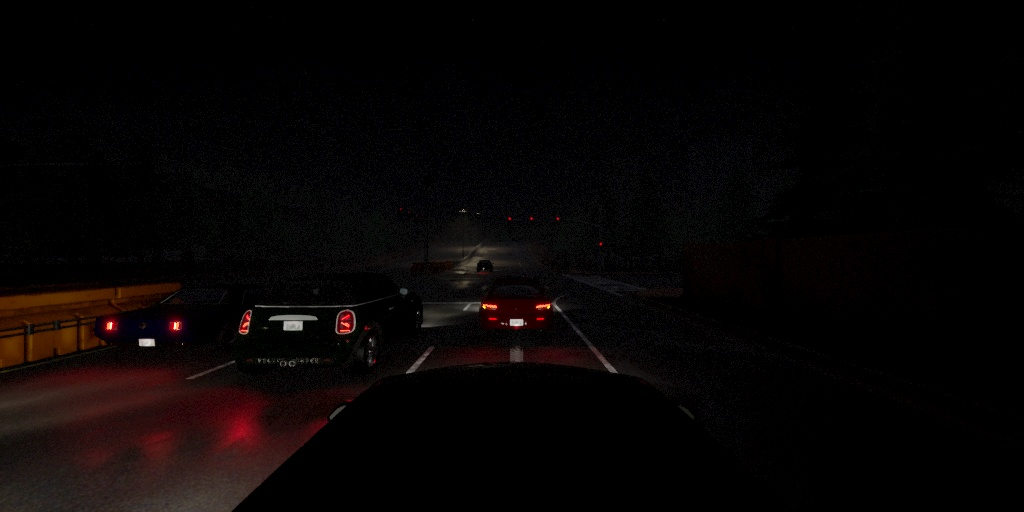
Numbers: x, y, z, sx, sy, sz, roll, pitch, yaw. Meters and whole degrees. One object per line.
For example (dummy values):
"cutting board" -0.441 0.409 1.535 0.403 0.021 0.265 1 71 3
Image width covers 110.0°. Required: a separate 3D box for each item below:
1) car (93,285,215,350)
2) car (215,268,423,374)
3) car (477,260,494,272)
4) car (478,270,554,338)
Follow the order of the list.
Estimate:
"car" -6.900 1.351 9.004 1.895 1.301 4.718 0 0 0
"car" -3.399 1.102 7.690 2.097 1.767 4.553 0 0 0
"car" -3.403 1.255 45.486 1.837 1.490 4.892 0 0 0
"car" 0.099 1.276 10.079 1.812 1.442 4.674 0 0 0
